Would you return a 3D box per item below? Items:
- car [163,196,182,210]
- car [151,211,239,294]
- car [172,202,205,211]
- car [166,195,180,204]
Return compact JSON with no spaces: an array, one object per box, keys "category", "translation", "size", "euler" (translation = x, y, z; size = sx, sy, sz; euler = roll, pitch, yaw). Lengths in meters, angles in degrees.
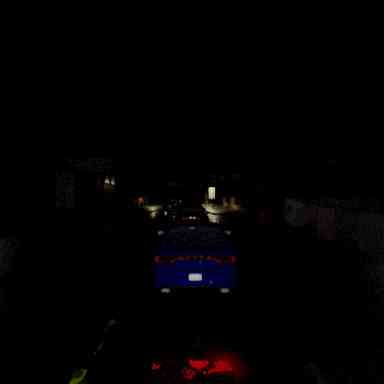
[{"category":"car","translation":[-2.908,1.702,45.612],"size":[2.128,1.511,4.902],"euler":[0,0,0]},{"category":"car","translation":[0.069,1.495,8.898],"size":[1.882,1.535,5.008],"euler":[0,0,0]},{"category":"car","translation":[0.019,1.561,19.691],"size":[1.837,1.490,4.892],"euler":[0,0,0]},{"category":"car","translation":[-4.413,1.665,76.663],"size":[2.150,2.045,5.566],"euler":[1,-1,-15]}]
